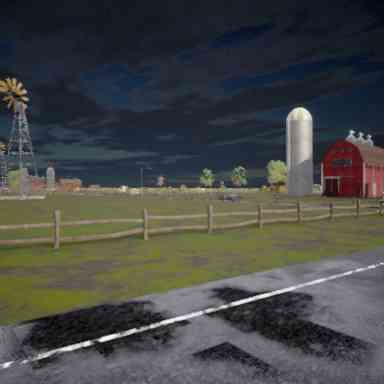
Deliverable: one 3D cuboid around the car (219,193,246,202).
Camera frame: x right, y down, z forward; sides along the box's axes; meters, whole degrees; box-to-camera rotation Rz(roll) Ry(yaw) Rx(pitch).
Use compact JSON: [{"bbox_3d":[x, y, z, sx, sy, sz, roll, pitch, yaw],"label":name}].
[{"bbox_3d":[7.082,0.967,59.037,2.033,1.411,5.357,-1,1,-35],"label":"car"}]
